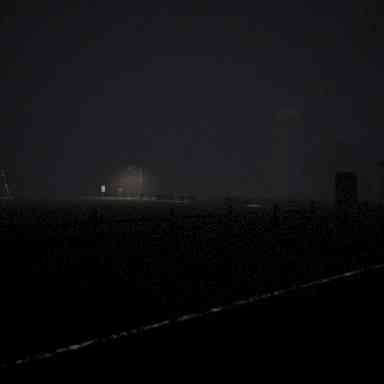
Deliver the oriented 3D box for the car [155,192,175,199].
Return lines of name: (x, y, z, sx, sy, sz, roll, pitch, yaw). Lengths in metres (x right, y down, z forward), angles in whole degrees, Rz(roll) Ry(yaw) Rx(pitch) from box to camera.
car: (-5.855, 0.708, 71.572, 1.837, 1.490, 4.892, -1, 1, -36)

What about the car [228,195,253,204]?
car: (6.972, 1.184, 48.936, 1.994, 1.385, 4.181, -1, 1, -36)

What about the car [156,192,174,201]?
car: (-5.047, 0.901, 65.751, 1.882, 1.535, 5.008, -1, 1, -36)

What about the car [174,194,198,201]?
car: (-0.985, 1.024, 64.850, 1.895, 1.301, 4.718, -1, 1, -36)
